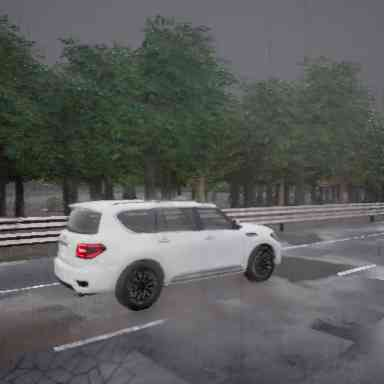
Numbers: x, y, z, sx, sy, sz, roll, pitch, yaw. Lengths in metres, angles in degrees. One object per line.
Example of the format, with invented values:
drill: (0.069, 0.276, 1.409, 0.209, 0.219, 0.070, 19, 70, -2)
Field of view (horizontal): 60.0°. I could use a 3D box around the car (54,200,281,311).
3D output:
car: (-0.307, 1.209, 7.995, 5.566, 2.045, 2.150, 0, 0, -36)
